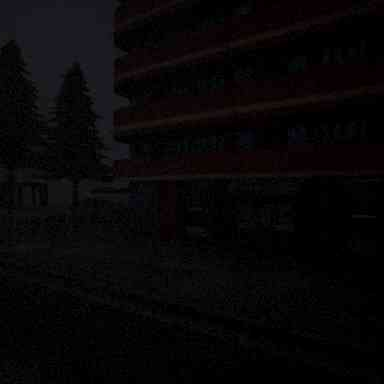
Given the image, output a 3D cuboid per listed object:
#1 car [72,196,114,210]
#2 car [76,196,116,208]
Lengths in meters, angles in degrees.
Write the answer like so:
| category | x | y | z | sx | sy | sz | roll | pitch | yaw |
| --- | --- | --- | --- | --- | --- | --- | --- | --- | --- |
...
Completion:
| category | x | y | z | sx | sy | sz | roll | pitch | yaw |
| --- | --- | --- | --- | --- | --- | --- | --- | --- | --- |
| car | -10.755 | 1.359 | 36.465 | 1.882 | 1.535 | 5.008 | 0 | 0 | 36 |
| car | -12.977 | 1.344 | 45.277 | 1.882 | 1.535 | 5.008 | 0 | 0 | 38 |
